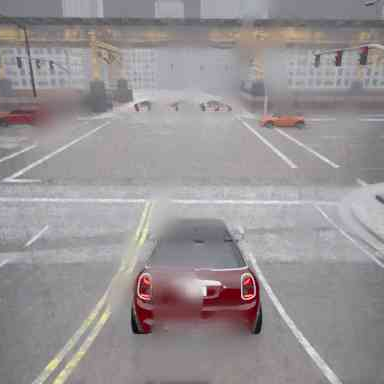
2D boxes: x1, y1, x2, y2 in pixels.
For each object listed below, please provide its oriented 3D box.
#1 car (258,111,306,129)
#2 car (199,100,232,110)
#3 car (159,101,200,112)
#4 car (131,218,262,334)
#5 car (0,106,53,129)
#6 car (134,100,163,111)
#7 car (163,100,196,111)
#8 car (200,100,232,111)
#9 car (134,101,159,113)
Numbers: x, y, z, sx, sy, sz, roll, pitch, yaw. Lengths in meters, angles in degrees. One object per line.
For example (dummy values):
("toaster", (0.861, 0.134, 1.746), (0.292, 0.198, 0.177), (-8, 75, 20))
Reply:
("car", (9.154, -7.427, 33.877), (4.553, 1.767, 2.097), (0, 19, 1))
("car", (3.481, -13.022, 49.705), (4.536, 1.218, 1.853), (11, 22, 28))
("car", (-1.857, -12.644, 49.098), (4.974, 1.542, 2.038), (-13, 23, -33))
("car", (0.080, 1.344, 7.142), (2.097, 1.767, 4.553), (0, 5, 0))
("car", (-17.351, -7.749, 34.379), (5.566, 2.045, 2.150), (0, 19, 1))
("car", (-6.501, -12.836, 49.164), (4.536, 1.218, 1.853), (18, 26, 42))
("car", (-1.815, -12.803, 49.074), (4.536, 1.218, 1.853), (-13, 23, -33))
("car", (3.526, -12.865, 49.733), (4.974, 1.542, 2.038), (11, 22, 28))
("car", (-6.464, -12.675, 49.182), (4.974, 1.542, 2.038), (18, 26, 42))
